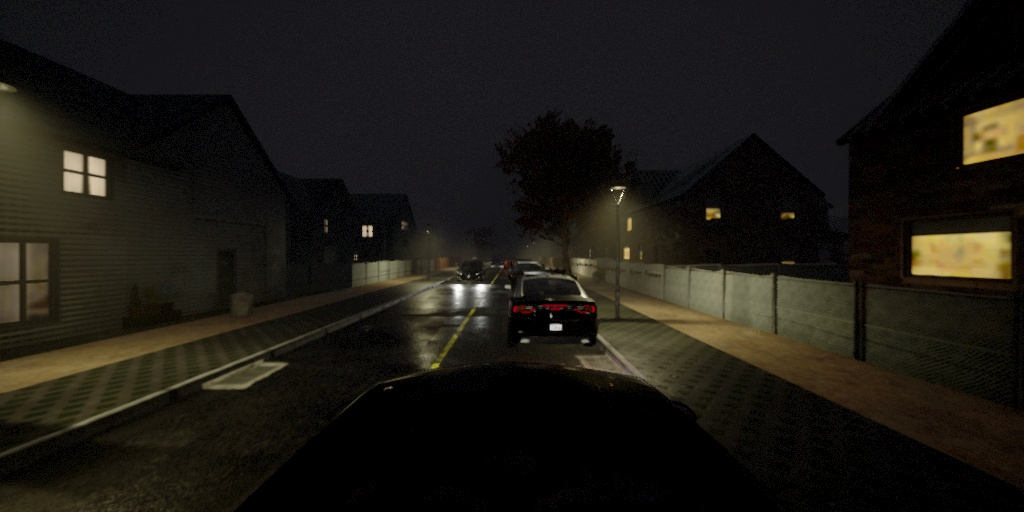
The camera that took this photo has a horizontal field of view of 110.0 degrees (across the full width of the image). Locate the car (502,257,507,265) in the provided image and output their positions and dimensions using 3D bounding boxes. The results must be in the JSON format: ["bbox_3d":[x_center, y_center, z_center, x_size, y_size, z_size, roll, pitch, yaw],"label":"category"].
[{"bbox_3d":[0.060,0.856,47.898,2.097,1.767,4.553,0,0,0],"label":"car"}]

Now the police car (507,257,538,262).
[{"bbox_3d":[0.833,1.050,19.335,1.930,1.638,5.238,0,0,0],"label":"police car"}]

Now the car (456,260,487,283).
[{"bbox_3d":[-2.837,1.083,25.883,1.837,1.490,4.892,0,0,0],"label":"car"}]

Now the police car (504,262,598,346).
[{"bbox_3d":[0.829,1.120,9.335,1.930,1.638,5.238,0,0,0],"label":"police car"}]
